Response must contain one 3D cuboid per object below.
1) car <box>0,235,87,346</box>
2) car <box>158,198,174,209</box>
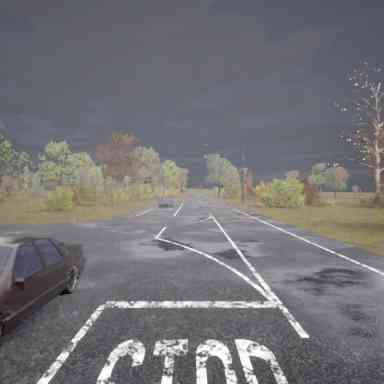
[{"bbox_3d":[-3.517,1.548,5.994,2.033,1.411,5.357,0,0,0],"label":"car"},{"bbox_3d":[-3.426,1.525,44.689,1.994,1.385,4.181,0,0,0],"label":"car"}]
